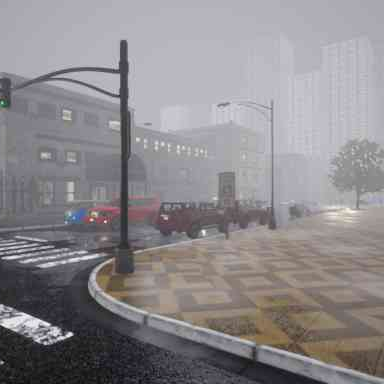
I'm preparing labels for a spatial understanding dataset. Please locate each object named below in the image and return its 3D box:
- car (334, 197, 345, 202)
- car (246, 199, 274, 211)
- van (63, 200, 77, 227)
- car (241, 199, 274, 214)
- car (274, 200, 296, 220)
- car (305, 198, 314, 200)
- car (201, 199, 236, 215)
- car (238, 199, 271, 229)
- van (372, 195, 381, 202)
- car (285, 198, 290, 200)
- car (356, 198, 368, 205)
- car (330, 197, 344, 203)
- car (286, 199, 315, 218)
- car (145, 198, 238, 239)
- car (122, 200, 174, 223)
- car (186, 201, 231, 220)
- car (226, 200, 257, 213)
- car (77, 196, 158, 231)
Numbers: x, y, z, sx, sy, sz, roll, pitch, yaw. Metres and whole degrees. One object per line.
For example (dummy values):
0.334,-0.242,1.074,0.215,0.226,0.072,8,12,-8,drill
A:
38.055,1.935,85.719,1.887,1.381,4.507,-1,-1,35,car
9.285,1.722,45.172,2.008,1.369,4.403,-1,-1,35,car
-6.699,1.413,22.648,1.690,1.788,3.998,-1,0,35,van
7.627,1.639,38.330,1.837,1.490,4.892,0,0,36,car
6.531,1.616,26.810,1.887,1.381,4.507,-1,-1,35,car
22.072,1.815,63.194,2.008,1.369,4.403,-1,-1,35,car
2.892,1.569,36.164,1.967,1.590,4.097,-1,-1,35,car
3.333,1.367,22.306,2.192,1.841,5.009,-1,-1,35,car
44.890,1.693,80.875,1.690,1.788,3.998,-1,-1,35,van
15.579,1.741,54.044,1.752,1.417,4.829,-1,-1,35,car
32.104,1.801,62.851,2.008,1.369,4.403,-1,-1,35,car
34.858,1.914,81.214,2.008,1.369,4.403,-1,-1,35,car
9.728,1.657,31.315,1.947,1.339,4.313,-1,-1,35,car
0.137,1.349,17.801,2.192,1.841,5.009,-1,-1,35,car
-3.502,1.530,27.152,1.967,1.590,4.097,-1,-1,35,car
1.592,1.622,29.835,1.812,1.442,4.674,0,0,36,car
6.088,1.700,40.667,2.008,1.369,4.403,-1,-1,35,car
-4.246,1.285,21.626,2.150,2.045,5.566,0,0,35,car
